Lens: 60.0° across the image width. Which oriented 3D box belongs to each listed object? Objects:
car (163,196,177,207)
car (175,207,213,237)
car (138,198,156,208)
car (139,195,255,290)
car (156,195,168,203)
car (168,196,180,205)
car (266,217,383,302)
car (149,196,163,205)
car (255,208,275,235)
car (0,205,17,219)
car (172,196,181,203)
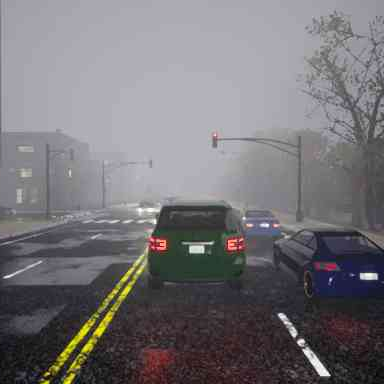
[{"bbox_3d":[-3.310,1.470,50.689,1.882,1.535,5.008,0,0,0],"label":"car"},{"bbox_3d":[0.126,1.597,18.969,1.895,1.301,4.718,0,0,0],"label":"car"},{"bbox_3d":[-6.560,1.593,49.003,1.895,1.301,4.718,0,0,0],"label":"car"},{"bbox_3d":[0.111,1.220,9.211,2.150,2.045,5.566,0,0,0],"label":"car"},{"bbox_3d":[-6.511,1.517,72.837,2.128,1.511,4.902,0,0,0],"label":"car"},{"bbox_3d":[-3.305,1.470,61.049,1.882,1.535,5.008,0,0,0],"label":"car"},{"bbox_3d":[3.358,1.562,8.288,1.994,1.385,4.181,0,0,0],"label":"car"},{"bbox_3d":[-6.555,1.539,61.481,2.033,1.411,5.357,0,0,0],"label":"car"},{"bbox_3d":[3.338,1.544,17.515,2.033,1.411,5.357,0,0,3],"label":"car"},{"bbox_3d":[-19.688,1.785,32.231,4.902,1.511,2.128,-1,1,-1],"label":"car"},{"bbox_3d":[-3.258,1.516,71.163,1.812,1.442,4.674,0,0,0],"label":"car"}]
